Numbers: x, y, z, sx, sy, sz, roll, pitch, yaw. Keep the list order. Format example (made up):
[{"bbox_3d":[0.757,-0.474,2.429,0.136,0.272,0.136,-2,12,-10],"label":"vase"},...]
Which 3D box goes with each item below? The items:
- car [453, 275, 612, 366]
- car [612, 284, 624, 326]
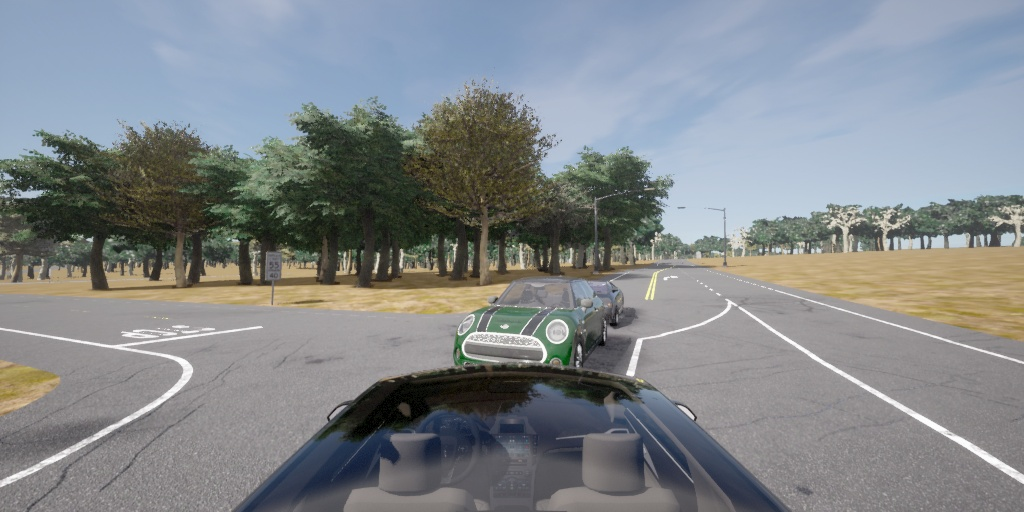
[{"bbox_3d":[0.668,1.223,7.497,2.097,1.767,4.553,-1,-2,22],"label":"car"},{"bbox_3d":[2.884,1.555,12.933,1.994,1.385,4.181,-2,0,22],"label":"car"}]
